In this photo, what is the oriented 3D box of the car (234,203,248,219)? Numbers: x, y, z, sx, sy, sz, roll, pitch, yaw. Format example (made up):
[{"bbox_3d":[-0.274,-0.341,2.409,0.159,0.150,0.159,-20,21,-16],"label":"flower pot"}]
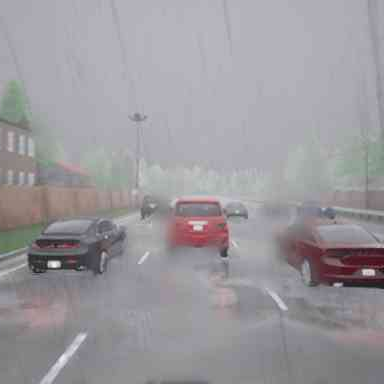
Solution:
[{"bbox_3d":[3.901,1.648,30.523,1.994,1.385,4.181,0,0,1],"label":"car"}]

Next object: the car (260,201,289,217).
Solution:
[{"bbox_3d":[7.397,1.605,30.014,1.837,1.490,4.892,0,0,1],"label":"car"}]

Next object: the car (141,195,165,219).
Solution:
[{"bbox_3d":[-3.111,1.268,29.181,2.150,2.045,5.566,0,0,1],"label":"car"}]

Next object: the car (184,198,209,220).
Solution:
[{"bbox_3d":[0.394,1.417,29.747,2.097,1.767,4.553,0,0,1],"label":"car"}]

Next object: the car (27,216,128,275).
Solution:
[{"bbox_3d":[-3.307,1.510,10.470,1.837,1.490,4.892,0,0,1],"label":"car"}]

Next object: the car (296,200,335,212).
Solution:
[{"bbox_3d":[10.893,1.468,29.633,2.097,1.767,4.553,0,0,1],"label":"car"}]

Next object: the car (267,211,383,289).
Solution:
[{"bbox_3d":[3.681,1.516,9.351,1.882,1.535,5.008,0,0,1],"label":"car"}]

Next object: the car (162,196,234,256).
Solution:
[{"bbox_3d":[0.227,1.251,13.448,2.150,2.045,5.566,0,0,1],"label":"car"}]
